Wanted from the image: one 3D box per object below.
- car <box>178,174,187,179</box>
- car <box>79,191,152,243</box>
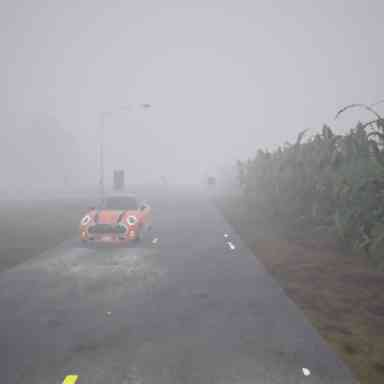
[{"bbox_3d":[-2.771,-4.287,95.141,2.150,2.045,5.566,0,4,0],"label":"car"},{"bbox_3d":[-2.849,0.887,13.293,2.097,1.767,4.553,0,2,0],"label":"car"}]
